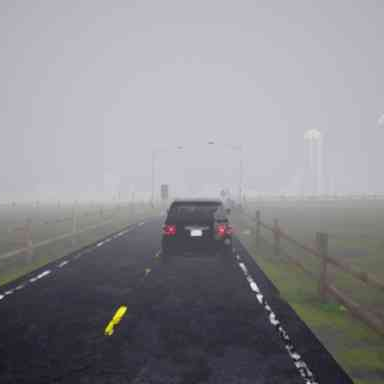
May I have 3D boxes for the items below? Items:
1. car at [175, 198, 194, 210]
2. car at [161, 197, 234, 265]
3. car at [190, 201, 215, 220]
[{"bbox_3d":[-0.874,1.494,41.689,1.895,1.301,4.718,0,0,5],"label":"car"},{"bbox_3d":[0.225,1.195,11.731,2.150,2.045,5.566,0,0,2],"label":"car"},{"bbox_3d":[0.952,1.496,27.879,1.994,1.385,4.181,0,0,4],"label":"car"}]
